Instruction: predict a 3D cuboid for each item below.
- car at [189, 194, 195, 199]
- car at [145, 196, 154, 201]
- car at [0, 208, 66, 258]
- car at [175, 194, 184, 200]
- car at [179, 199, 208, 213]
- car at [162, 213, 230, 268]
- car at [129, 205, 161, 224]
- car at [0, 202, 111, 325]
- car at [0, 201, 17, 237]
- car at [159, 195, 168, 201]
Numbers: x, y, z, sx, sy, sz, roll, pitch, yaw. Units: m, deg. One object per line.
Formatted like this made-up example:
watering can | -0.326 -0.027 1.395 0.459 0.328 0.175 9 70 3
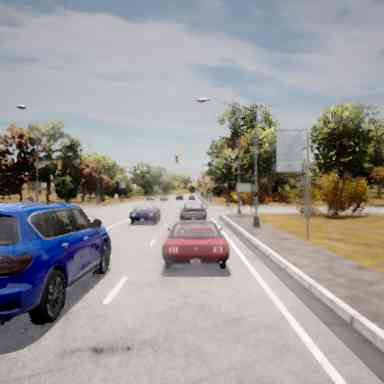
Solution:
car | -0.013 1.584 90.899 2.033 1.411 5.357 0 0 0
car | -10.512 1.642 82.628 1.895 1.301 4.718 0 0 0
car | -7.093 1.513 13.872 1.837 1.490 4.892 0 0 0
car | -3.513 1.545 90.898 1.837 1.490 4.892 0 0 0
car | 0.097 1.505 23.432 2.128 1.511 4.902 0 0 0
car | 0.100 1.607 11.263 1.895 1.301 4.718 0 0 0
car | -3.404 1.615 25.069 1.895 1.301 4.718 0 0 0
car | -3.401 1.225 7.268 2.150 2.045 5.566 0 0 0
car | -10.589 1.362 15.815 2.097 1.767 4.553 0 0 0
car | -7.012 1.571 82.658 1.812 1.442 4.674 0 0 0
